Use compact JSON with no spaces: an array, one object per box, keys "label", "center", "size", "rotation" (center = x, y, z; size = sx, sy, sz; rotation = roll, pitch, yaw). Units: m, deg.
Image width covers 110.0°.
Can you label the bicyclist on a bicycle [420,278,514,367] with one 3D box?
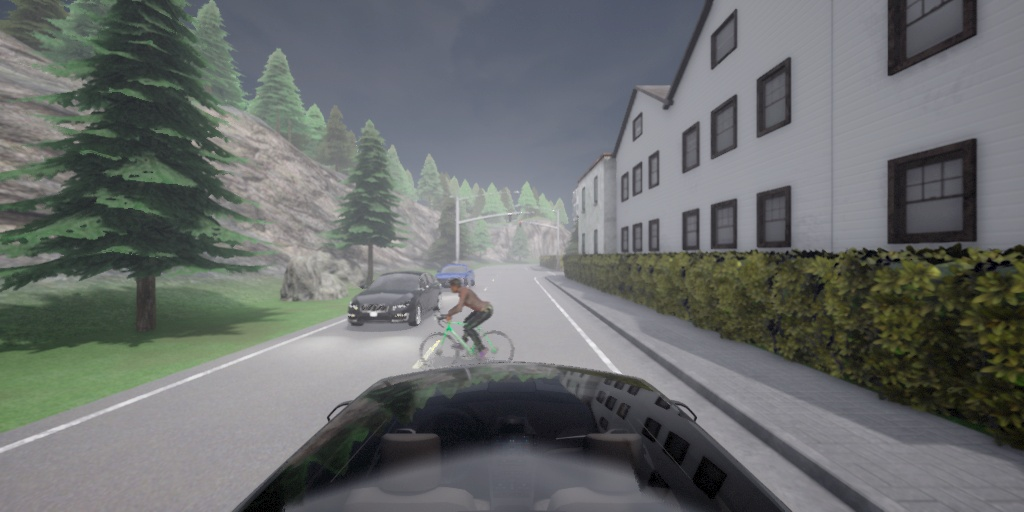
[{"label":"bicyclist on a bicycle","center":[-0.800,1.199,6.243],"size":[1.656,1.620,0.582],"rotation":[-2,0,0]}]

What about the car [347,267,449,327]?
[{"label":"car","center":[-3.518,1.252,11.609],"size":[1.837,1.490,4.892],"rotation":[0,0,1]}]

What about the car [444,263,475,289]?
[{"label":"car","center":[-3.369,1.220,21.693],"size":[1.882,1.535,5.008],"rotation":[0,0,1]}]
